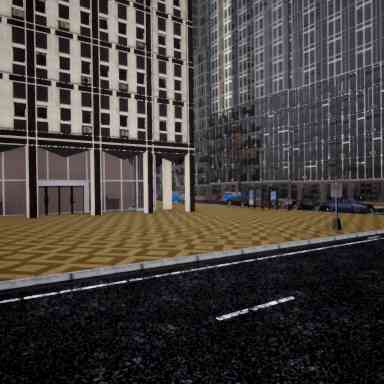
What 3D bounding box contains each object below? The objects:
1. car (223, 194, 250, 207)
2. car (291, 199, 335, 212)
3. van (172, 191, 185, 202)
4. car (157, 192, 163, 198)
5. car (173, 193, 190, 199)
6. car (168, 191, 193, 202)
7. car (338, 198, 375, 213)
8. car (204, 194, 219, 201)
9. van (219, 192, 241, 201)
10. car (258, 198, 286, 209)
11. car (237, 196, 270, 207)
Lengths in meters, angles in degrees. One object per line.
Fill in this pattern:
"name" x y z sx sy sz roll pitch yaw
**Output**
"car" 6.640 1.318 46.109 1.947 1.339 4.313 -1 1 -34
"car" 12.973 1.422 36.667 1.947 1.339 4.313 -1 1 -34
"van" -2.907 0.936 60.231 1.690 1.788 3.998 0 1 -34
"car" -5.572 0.613 79.041 2.192 1.841 5.009 0 1 -34
"car" -2.374 0.934 74.345 1.802 1.307 4.206 0 1 -34
"car" -2.350 0.804 64.175 2.150 2.045 5.566 -1 1 -34
"car" 16.710 1.384 35.997 2.033 1.411 5.357 -1 1 -34
"car" 4.021 1.041 64.947 1.802 1.307 4.206 -1 1 -34
"van" 7.218 0.853 60.245 1.690 1.788 3.998 -1 1 -34
"car" 9.789 1.386 41.378 1.802 1.307 4.206 -1 1 -34
"car" 8.697 1.308 47.776 1.895 1.301 4.718 -1 1 -34
